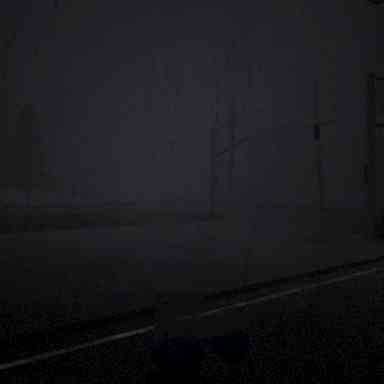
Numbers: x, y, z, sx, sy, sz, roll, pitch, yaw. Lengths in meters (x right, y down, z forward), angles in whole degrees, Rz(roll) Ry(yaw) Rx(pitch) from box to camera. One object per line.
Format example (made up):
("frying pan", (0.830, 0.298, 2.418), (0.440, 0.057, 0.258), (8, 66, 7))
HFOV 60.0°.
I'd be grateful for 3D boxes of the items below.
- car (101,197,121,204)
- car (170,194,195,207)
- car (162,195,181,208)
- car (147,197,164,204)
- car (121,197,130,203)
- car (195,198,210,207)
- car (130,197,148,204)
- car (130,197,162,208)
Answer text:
("car", (-15.959, 1.725, 63.892), (1.994, 1.385, 4.181), (0, 0, -34))
("car", (-2.353, 1.433, 56.503), (2.150, 2.045, 5.566), (0, -1, -34))
("car", (-4.124, 1.710, 52.890), (1.812, 1.442, 4.674), (0, 0, -35))
("car", (-7.756, 1.786, 70.530), (1.994, 1.385, 4.181), (0, 0, -35))
("car", (-12.987, 1.666, 65.774), (1.882, 1.535, 5.008), (1, 0, -34))
("car", (0.864, 1.780, 58.018), (2.033, 1.411, 5.357), (0, 0, -34))
("car", (-11.121, 1.804, 69.239), (1.895, 1.301, 4.718), (0, 0, -35))
("car", (-7.125, 1.652, 51.069), (2.128, 1.511, 4.902), (0, 0, -35))
